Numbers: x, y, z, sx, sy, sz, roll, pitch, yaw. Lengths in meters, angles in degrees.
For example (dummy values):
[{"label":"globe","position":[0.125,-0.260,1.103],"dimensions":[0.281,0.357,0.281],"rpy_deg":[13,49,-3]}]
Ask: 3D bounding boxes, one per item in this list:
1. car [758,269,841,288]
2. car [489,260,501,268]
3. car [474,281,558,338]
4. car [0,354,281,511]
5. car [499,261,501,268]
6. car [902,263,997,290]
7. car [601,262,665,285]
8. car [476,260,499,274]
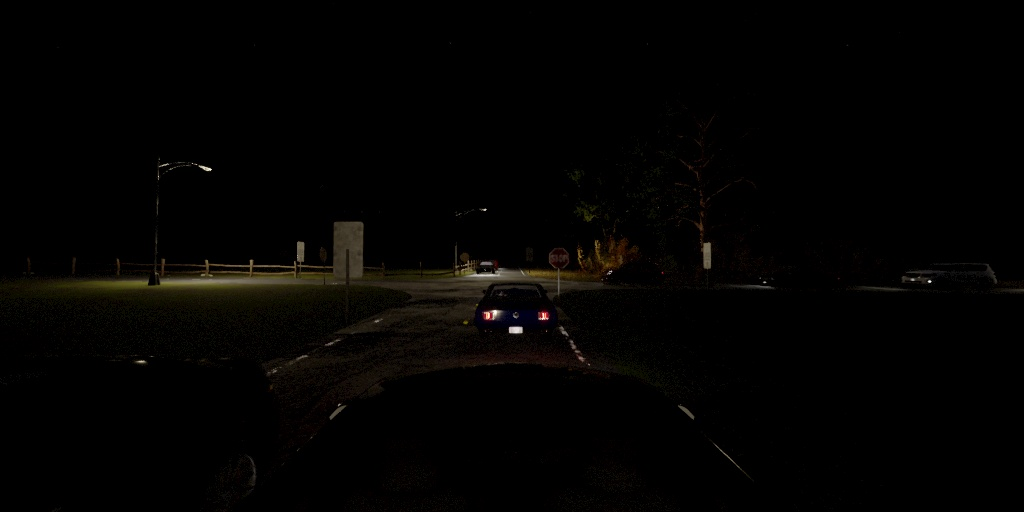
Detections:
[{"label":"car","position":[22.215,1.686,27.767],"dimensions":[5.357,1.411,2.033],"rpy_deg":[1,-1,-1]},{"label":"car","position":[-2.938,1.416,63.054],"dimensions":[1.895,1.301,4.718],"rpy_deg":[0,0,0]},{"label":"car","position":[0.088,1.354,10.166],"dimensions":[1.895,1.301,4.718],"rpy_deg":[0,0,0]},{"label":"car","position":[-2.835,1.275,1.187],"dimensions":[1.812,1.442,4.674],"rpy_deg":[0,0,0]},{"label":"car","position":[-2.935,1.272,51.267],"dimensions":[1.882,1.535,5.008],"rpy_deg":[0,0,0]},{"label":"car","position":[33.882,1.535,27.865],"dimensions":[5.566,2.045,2.150],"rpy_deg":[1,-1,0]},{"label":"car","position":[9.332,1.304,27.940],"dimensions":[4.553,1.767,2.097],"rpy_deg":[1,-1,3]},{"label":"car","position":[-2.924,1.345,41.154],"dimensions":[1.994,1.385,4.181],"rpy_deg":[0,0,0]}]
